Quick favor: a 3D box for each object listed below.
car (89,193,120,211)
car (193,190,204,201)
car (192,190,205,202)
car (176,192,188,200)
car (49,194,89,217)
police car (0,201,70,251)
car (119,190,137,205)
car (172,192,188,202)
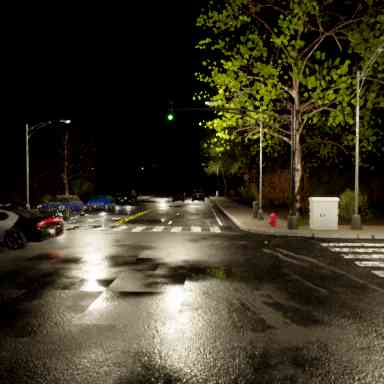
[{"bbox_3d":[-9.322,1.076,34.551,1.882,1.535,5.008,0,1,1],"label":"car"},{"bbox_3d":[1.288,0.543,65.038,2.150,2.045,5.566,0,1,1],"label":"car"},{"bbox_3d":[1.034,0.775,54.981,2.097,1.767,4.553,0,1,1],"label":"car"},{"bbox_3d":[-1.962,0.806,65.093,2.128,1.511,4.902,0,1,1],"label":"car"},{"bbox_3d":[-9.579,1.043,24.465,2.097,1.767,4.553,0,1,2],"label":"car"},{"bbox_3d":[-7.537,1.262,12.446,4.974,1.542,2.038,0,1,4],"label":"police car"},{"bbox_3d":[-9.025,0.710,45.954,2.150,2.045,5.566,0,1,2],"label":"car"},{"bbox_3d":[-2.225,0.967,54.678,2.033,1.411,5.357,0,1,1],"label":"car"}]
